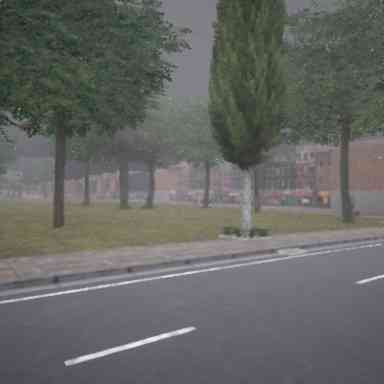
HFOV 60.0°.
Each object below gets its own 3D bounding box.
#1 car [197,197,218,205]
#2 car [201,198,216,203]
[{"bbox_3d":[3.444,2.051,74.805,1.882,1.535,5.008,2,-1,-35],"label":"car"},{"bbox_3d":[4.349,1.874,68.799,2.128,1.511,4.902,2,-1,-35],"label":"car"}]
